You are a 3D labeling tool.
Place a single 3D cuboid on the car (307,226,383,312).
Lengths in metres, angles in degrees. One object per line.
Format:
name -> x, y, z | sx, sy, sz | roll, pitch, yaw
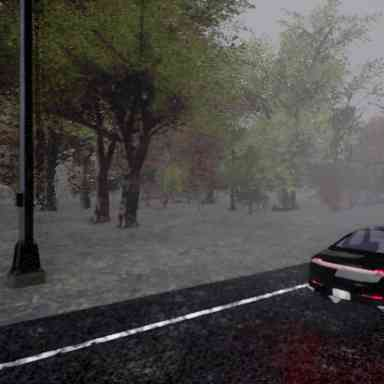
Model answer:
car -> 4.447, 1.471, 6.918 | 4.902, 1.511, 2.128 | 0, 0, -35
